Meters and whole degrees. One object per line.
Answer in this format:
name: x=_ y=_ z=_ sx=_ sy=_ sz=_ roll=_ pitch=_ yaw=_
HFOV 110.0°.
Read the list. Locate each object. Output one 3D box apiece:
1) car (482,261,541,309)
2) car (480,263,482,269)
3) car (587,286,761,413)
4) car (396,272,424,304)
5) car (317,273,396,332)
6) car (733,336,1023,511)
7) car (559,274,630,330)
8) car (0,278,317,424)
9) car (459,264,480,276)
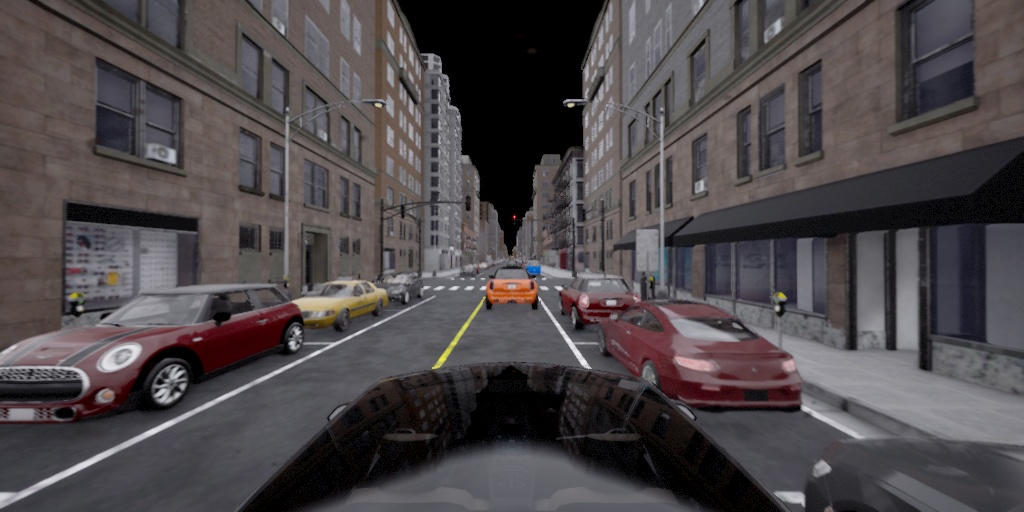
car: x=0.000 y=1.233 z=15.922 sx=2.097 sy=1.767 sz=4.553 roll=0 pitch=-1 yaw=0
car: x=-5.394 y=1.741 z=49.726 sx=1.888 sy=1.381 sz=4.507 roll=0 pitch=0 yaw=0
car: x=2.637 y=1.371 z=5.937 sx=1.802 sy=1.307 sz=4.207 roll=0 pitch=0 yaw=0
car: x=-5.390 y=1.443 z=16.965 sx=2.007 sy=1.370 sz=4.403 roll=0 pitch=0 yaw=0
car: x=-5.389 y=1.366 z=11.276 sx=1.751 sy=1.417 sz=4.829 roll=0 pitch=0 yaw=0
car: x=2.637 y=1.288 z=0.418 sx=2.007 sy=1.370 sz=4.403 roll=0 pitch=0 yaw=0
car: x=2.636 y=1.281 z=11.456 sx=1.967 sy=1.591 sz=4.097 roll=0 pitch=0 yaw=0
car: x=-5.388 y=1.229 z=5.929 sx=1.967 sy=1.591 sz=4.097 roll=0 pitch=0 yaw=0
car: x=-5.393 y=1.694 z=44.045 sx=2.007 sy=1.370 sz=4.403 roll=0 pitch=0 yaw=0
